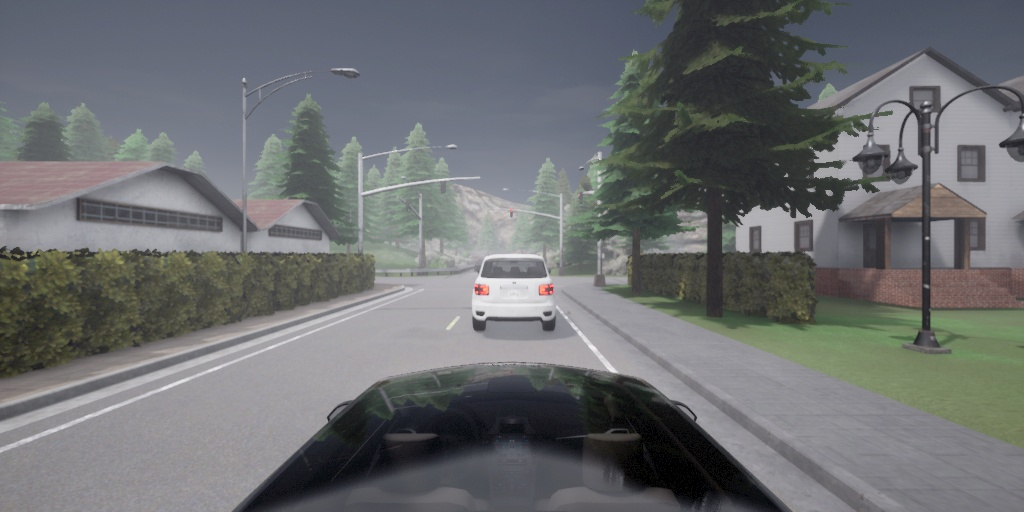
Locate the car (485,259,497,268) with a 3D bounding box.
[{"bbox_3d":[-3.559,1.245,60.645,1.812,1.442,4.674,0,0,0],"label":"car"}]

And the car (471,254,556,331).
[{"bbox_3d":[0.066,0.967,11.088,2.150,2.045,5.566,0,0,0],"label":"car"}]

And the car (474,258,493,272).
[{"bbox_3d":[-3.582,1.081,45.574,2.097,1.767,4.553,0,0,0],"label":"car"}]
